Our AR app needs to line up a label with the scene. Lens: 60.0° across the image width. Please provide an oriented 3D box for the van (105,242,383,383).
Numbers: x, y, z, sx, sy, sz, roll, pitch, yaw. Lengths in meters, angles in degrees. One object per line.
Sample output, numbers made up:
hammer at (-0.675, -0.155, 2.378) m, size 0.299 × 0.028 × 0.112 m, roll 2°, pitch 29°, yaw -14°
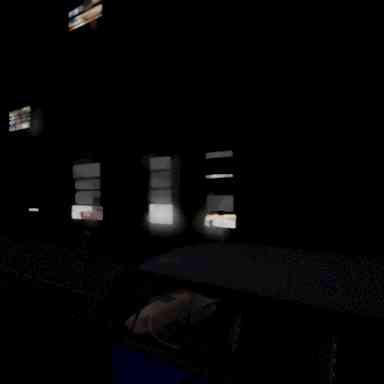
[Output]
van at (1.172, 1.340, 2.060) m, size 3.998 × 1.788 × 1.690 m, roll 1°, pitch -1°, yaw 36°
